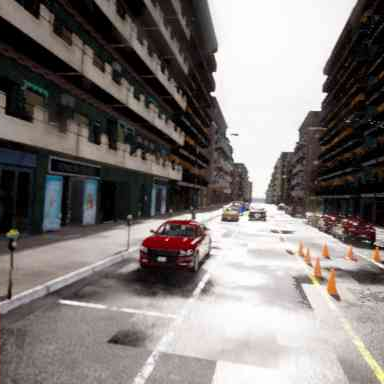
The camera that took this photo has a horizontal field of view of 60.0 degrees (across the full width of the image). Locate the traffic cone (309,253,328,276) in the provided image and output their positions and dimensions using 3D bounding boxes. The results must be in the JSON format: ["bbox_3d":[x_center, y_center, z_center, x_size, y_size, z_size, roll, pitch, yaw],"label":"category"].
[{"bbox_3d":[3.914,2.286,10.352,0.340,0.580,0.340,3,-1,11],"label":"traffic cone"}]

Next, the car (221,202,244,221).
[{"bbox_3d":[3.916,2.083,33.320,1.752,1.417,4.829,3,-1,11],"label":"car"}]

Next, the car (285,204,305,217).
[{"bbox_3d":[15.410,2.719,48.525,2.192,1.841,5.009,3,-1,11],"label":"car"}]

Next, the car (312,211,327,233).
[{"bbox_3d":[11.074,2.451,26.303,1.887,1.381,4.507,3,-1,11],"label":"car"}]

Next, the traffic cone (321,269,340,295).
[{"bbox_3d":[3.533,2.244,8.389,0.340,0.580,0.340,3,-1,11],"label":"traffic cone"}]

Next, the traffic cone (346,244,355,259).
[{"bbox_3d":[6.638,2.480,13.893,0.340,0.580,0.340,3,-1,11],"label":"traffic cone"}]

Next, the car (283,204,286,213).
[{"bbox_3d":[16.478,3.083,54.079,2.008,1.369,4.403,3,-1,11],"label":"car"}]

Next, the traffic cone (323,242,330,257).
[{"bbox_3d":[5.658,2.425,14.085,0.340,0.580,0.340,3,-1,11],"label":"traffic cone"}]

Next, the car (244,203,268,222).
[{"bbox_3d":[6.929,2.244,35.132,2.128,1.511,4.902,3,-1,11],"label":"car"}]

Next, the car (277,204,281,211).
[{"bbox_3d":[20.807,3.497,76.305,1.967,1.590,4.097,3,-1,11],"label":"car"}]

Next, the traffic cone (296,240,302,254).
[{"bbox_3d":[4.678,2.369,14.277,0.340,0.580,0.340,3,-1,11],"label":"traffic cone"}]

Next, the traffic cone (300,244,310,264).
[{"bbox_3d":[4.297,2.327,12.314,0.340,0.580,0.340,3,-1,11],"label":"traffic cone"}]

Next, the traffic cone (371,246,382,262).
[{"bbox_3d":[7.618,2.536,13.701,0.340,0.580,0.340,3,-1,11],"label":"traffic cone"}]

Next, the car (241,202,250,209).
[{"bbox_3d":[12.564,3.113,77.770,1.752,1.417,4.829,3,-1,11],"label":"car"}]

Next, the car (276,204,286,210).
[{"bbox_3d":[21.880,3.758,81.857,1.947,1.339,4.313,3,-1,11],"label":"car"}]

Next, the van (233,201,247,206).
[{"bbox_3d":[6.121,2.151,44.601,1.690,1.788,3.998,3,-1,11],"label":"van"}]

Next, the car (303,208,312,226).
[{"bbox_3d":[12.188,2.556,32.023,1.752,1.417,4.829,3,-1,11],"label":"car"}]

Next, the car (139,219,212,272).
[{"bbox_3d":[-0.379,1.631,11.260,1.887,1.381,4.507,3,-1,11],"label":"car"}]

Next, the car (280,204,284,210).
[{"bbox_3d":[17.559,3.212,59.635,2.008,1.369,4.403,3,-1,11],"label":"car"}]

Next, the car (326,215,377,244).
[{"bbox_3d":[9.992,2.333,20.743,1.887,1.381,4.507,3,-1,11],"label":"car"}]
